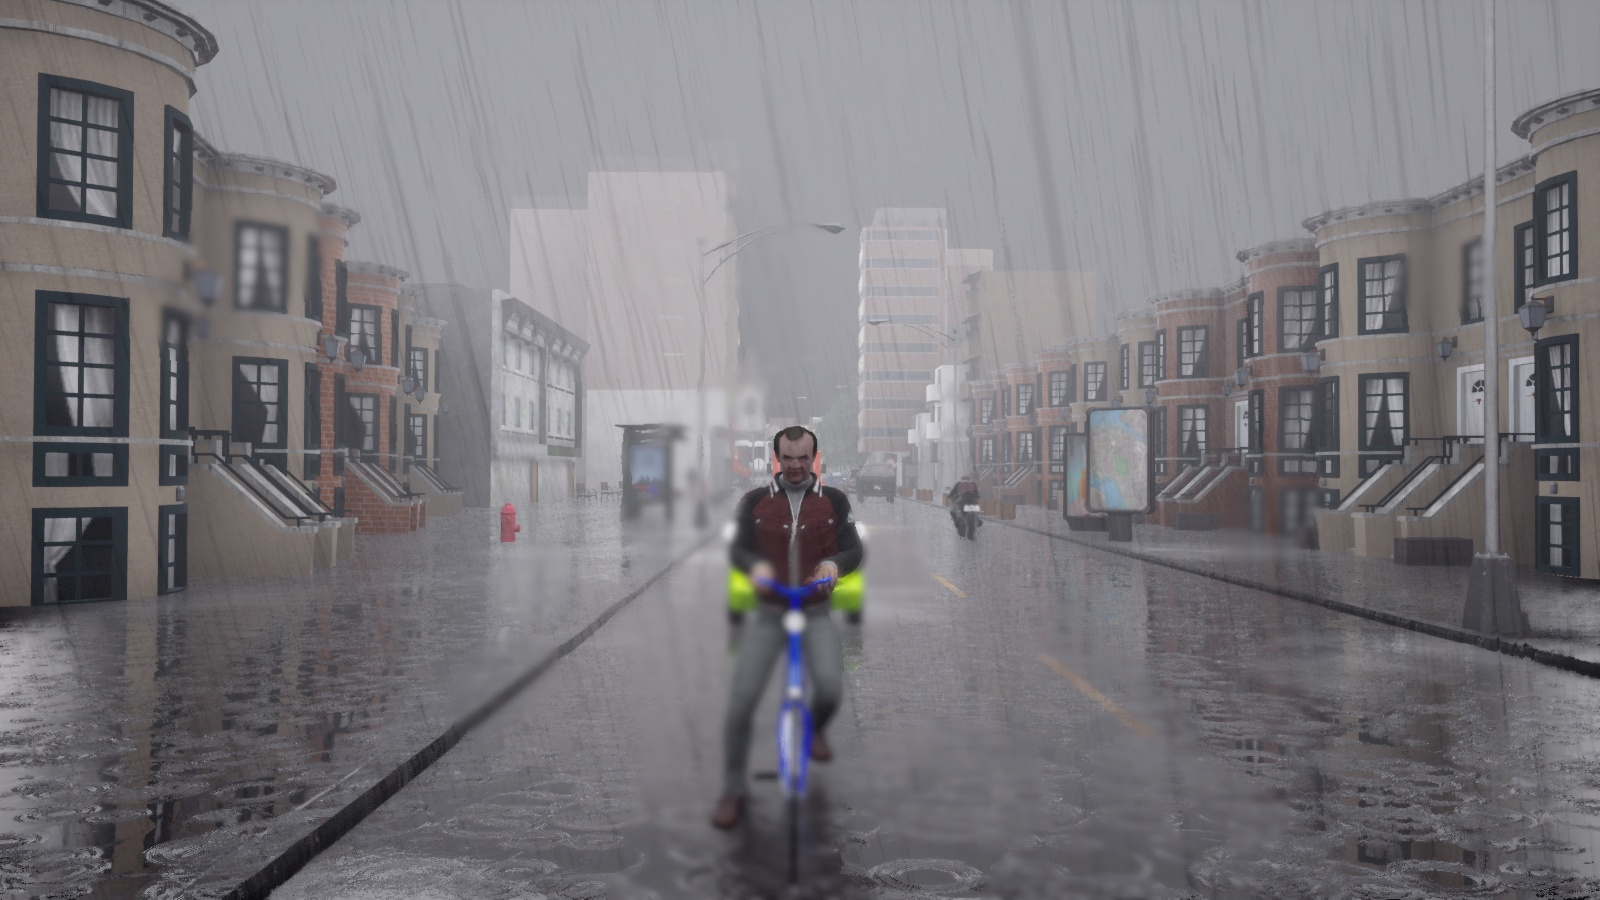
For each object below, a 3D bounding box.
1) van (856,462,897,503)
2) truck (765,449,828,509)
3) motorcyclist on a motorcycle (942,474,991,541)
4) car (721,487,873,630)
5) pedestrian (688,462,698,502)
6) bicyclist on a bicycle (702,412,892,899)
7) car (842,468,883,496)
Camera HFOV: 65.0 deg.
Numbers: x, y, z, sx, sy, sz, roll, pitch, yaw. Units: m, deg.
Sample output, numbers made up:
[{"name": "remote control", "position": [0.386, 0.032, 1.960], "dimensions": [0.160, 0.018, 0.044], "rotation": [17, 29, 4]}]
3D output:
[{"name": "van", "position": [3.825, 1.618, 63.608], "dimensions": [1.775, 1.987, 4.442], "rotation": [0, -1, 0]}, {"name": "truck", "position": [-0.146, 1.241, 54.586], "dimensions": [2.627, 2.467, 5.204], "rotation": [0, -1, 0]}, {"name": "motorcyclist on a motorcycle", "position": [3.921, 1.332, 29.740], "dimensions": [0.866, 1.530, 2.191], "rotation": [0, -1, 0]}, {"name": "car", "position": [-0.036, 1.093, 13.389], "dimensions": [1.481, 1.376, 2.207], "rotation": [0, -2, 0]}, {"name": "pedestrian", "position": [-5.322, 1.591, 62.400], "dimensions": [0.423, 1.949, 0.788], "rotation": [0, -1, 1]}, {"name": "bicyclist on a bicycle", "position": [-0.015, 0.774, 5.309], "dimensions": [0.659, 1.776, 1.843], "rotation": [0, -1, 0]}, {"name": "car", "position": [3.769, 1.928, 76.649], "dimensions": [2.242, 1.667, 4.611], "rotation": [0, -1, 0]}]
